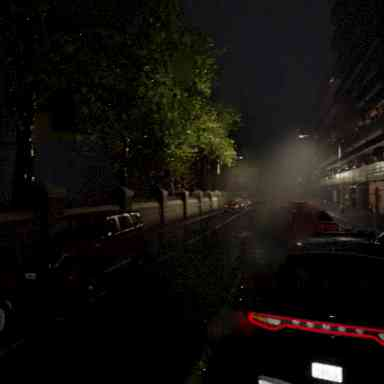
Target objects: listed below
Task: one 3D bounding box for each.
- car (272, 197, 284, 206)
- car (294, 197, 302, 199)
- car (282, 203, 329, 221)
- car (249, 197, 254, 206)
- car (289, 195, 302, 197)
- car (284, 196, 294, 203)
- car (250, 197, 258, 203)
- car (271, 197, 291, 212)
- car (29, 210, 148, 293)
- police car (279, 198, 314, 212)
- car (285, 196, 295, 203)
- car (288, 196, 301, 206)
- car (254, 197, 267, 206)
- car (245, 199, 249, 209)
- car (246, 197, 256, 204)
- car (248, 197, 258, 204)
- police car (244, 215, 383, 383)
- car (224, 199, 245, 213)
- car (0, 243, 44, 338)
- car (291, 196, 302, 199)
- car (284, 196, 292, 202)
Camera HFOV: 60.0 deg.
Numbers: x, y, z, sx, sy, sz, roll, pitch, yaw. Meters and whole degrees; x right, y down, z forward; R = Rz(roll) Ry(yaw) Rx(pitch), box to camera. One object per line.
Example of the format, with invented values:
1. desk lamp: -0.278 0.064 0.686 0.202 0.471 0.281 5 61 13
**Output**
1. car: 15.290 1.677 59.116 1.882 1.535 5.008 -2 -1 14
2. car: 12.039 1.563 34.956 1.887 1.381 4.507 -2 -1 14
3. car: 5.128 1.480 14.634 1.882 1.535 5.008 -2 -1 14
4. car: 9.359 1.925 58.833 2.008 1.369 4.403 -2 -1 14
5. car: 14.759 1.502 45.883 1.967 1.590 4.097 -2 -1 14
6. car: 22.935 1.769 78.660 1.947 1.339 4.313 -2 -1 14
7. car: 16.127 2.022 85.984 1.752 1.417 4.829 -2 -1 14
8. car: 10.871 1.674 41.287 2.033 1.411 5.357 -2 -1 14
9. car: -2.904 1.506 9.670 2.192 1.841 5.009 -2 -1 14
10. police car: 6.604 1.447 20.564 1.930 1.638 5.238 -2 -1 14
11. car: 21.569 1.618 73.198 1.967 1.590 4.097 -2 -1 14
12. car: 17.483 1.547 56.810 1.967 1.590 4.097 -2 -1 14
13. car: 13.353 1.912 63.729 1.895 1.301 4.718 -2 -1 14
14. car: 6.631 1.770 47.907 1.967 1.590 4.097 -2 -1 14
15. car: 13.403 1.970 75.057 1.752 1.417 4.829 -2 -1 14
16. car: 14.807 2.021 80.685 2.008 1.369 4.403 -2 -1 14
17. police car: 2.336 1.412 5.331 1.930 1.638 5.238 -2 -1 26
18. car: 5.269 1.748 42.446 1.967 1.590 4.097 -2 -1 14
19. car: -4.260 1.719 4.202 1.887 1.381 4.507 -2 -1 14
20. car: 13.400 1.585 40.420 1.887 1.381 4.507 -2 -1 14
21. car: 24.337 1.756 84.290 1.752 1.417 4.829 -2 -1 14
